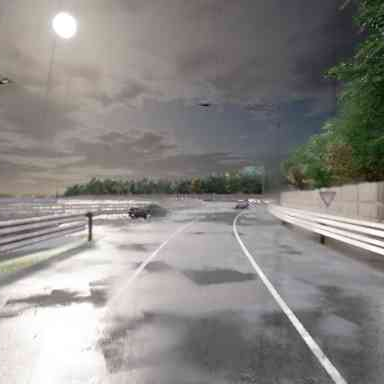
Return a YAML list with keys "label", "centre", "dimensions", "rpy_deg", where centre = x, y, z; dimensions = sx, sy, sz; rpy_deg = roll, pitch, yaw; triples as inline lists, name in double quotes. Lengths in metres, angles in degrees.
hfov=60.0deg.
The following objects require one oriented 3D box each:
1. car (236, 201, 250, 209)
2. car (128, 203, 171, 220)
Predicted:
- label: "car"
  centre: [8.966, 2.322, 58.803]
  dimensions: [1.994, 1.385, 4.181]
  rpy_deg: [0, -1, 17]
- label: "car"
  centre: [-3.869, 1.812, 31.212]
  dimensions: [1.837, 1.490, 4.892]
  rpy_deg: [1, 0, 33]
